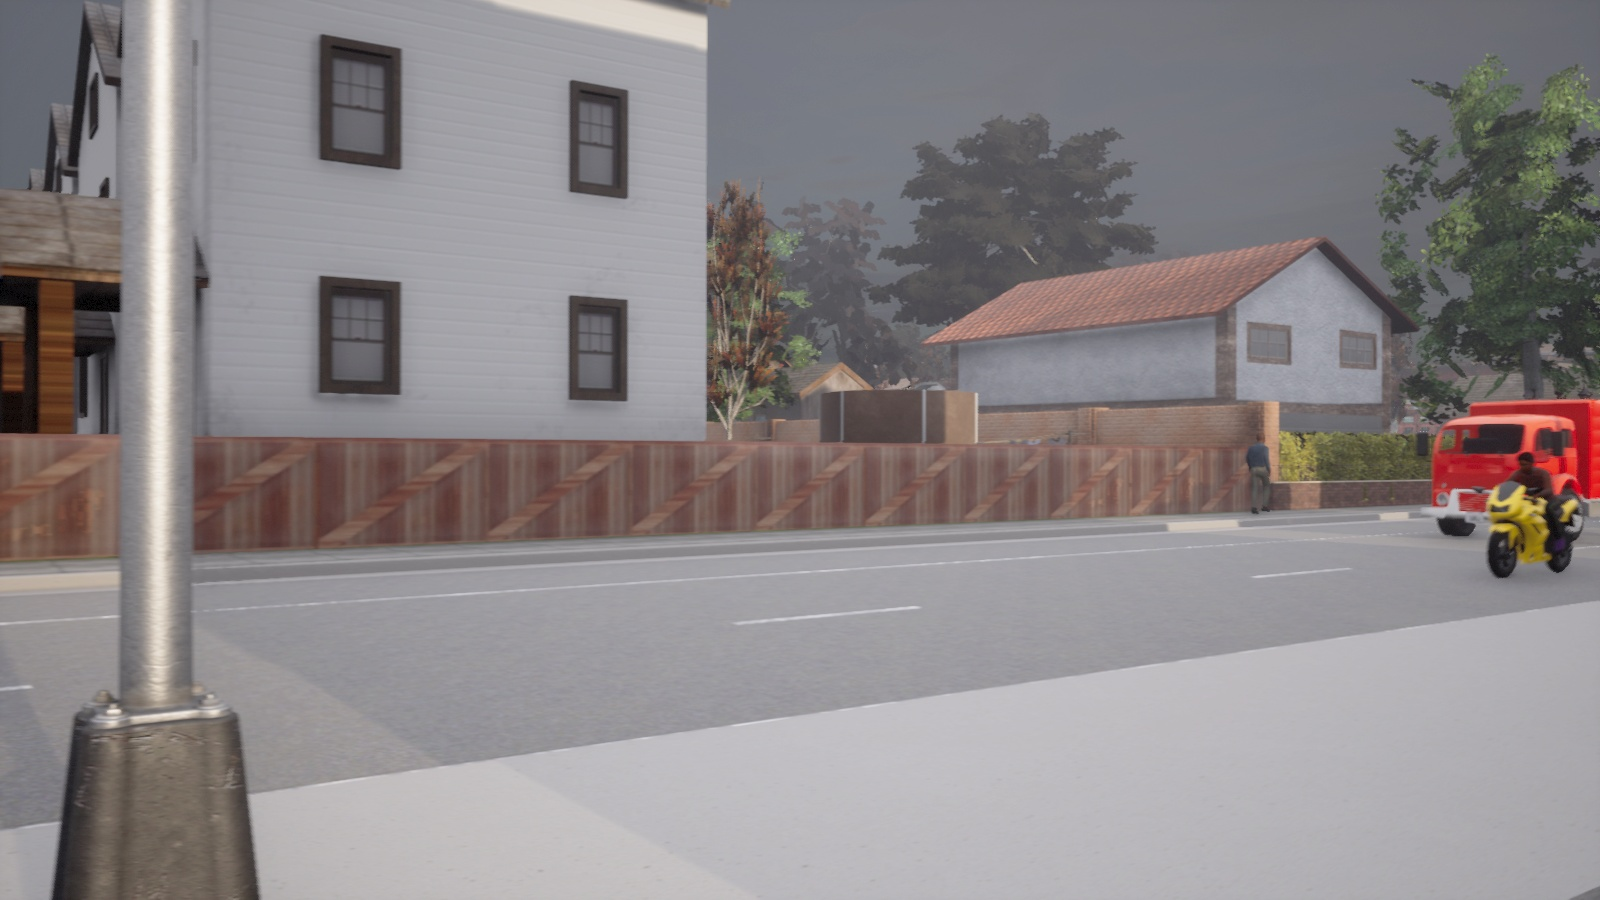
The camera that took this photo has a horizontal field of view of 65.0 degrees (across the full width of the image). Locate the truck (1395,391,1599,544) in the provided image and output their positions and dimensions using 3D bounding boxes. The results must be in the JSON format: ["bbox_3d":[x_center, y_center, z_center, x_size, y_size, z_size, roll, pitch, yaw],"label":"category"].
[{"bbox_3d":[13.506,0.283,22.808,5.204,2.467,2.627,0,0,-35],"label":"truck"}]

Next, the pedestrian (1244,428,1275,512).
[{"bbox_3d":[10.254,0.444,28.013,0.726,1.835,0.370,0,0,-43],"label":"pedestrian"}]

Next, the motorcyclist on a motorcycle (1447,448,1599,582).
[{"bbox_3d":[8.813,0.744,15.275,2.044,1.523,0.797,0,0,-35],"label":"motorcyclist on a motorcycle"}]
